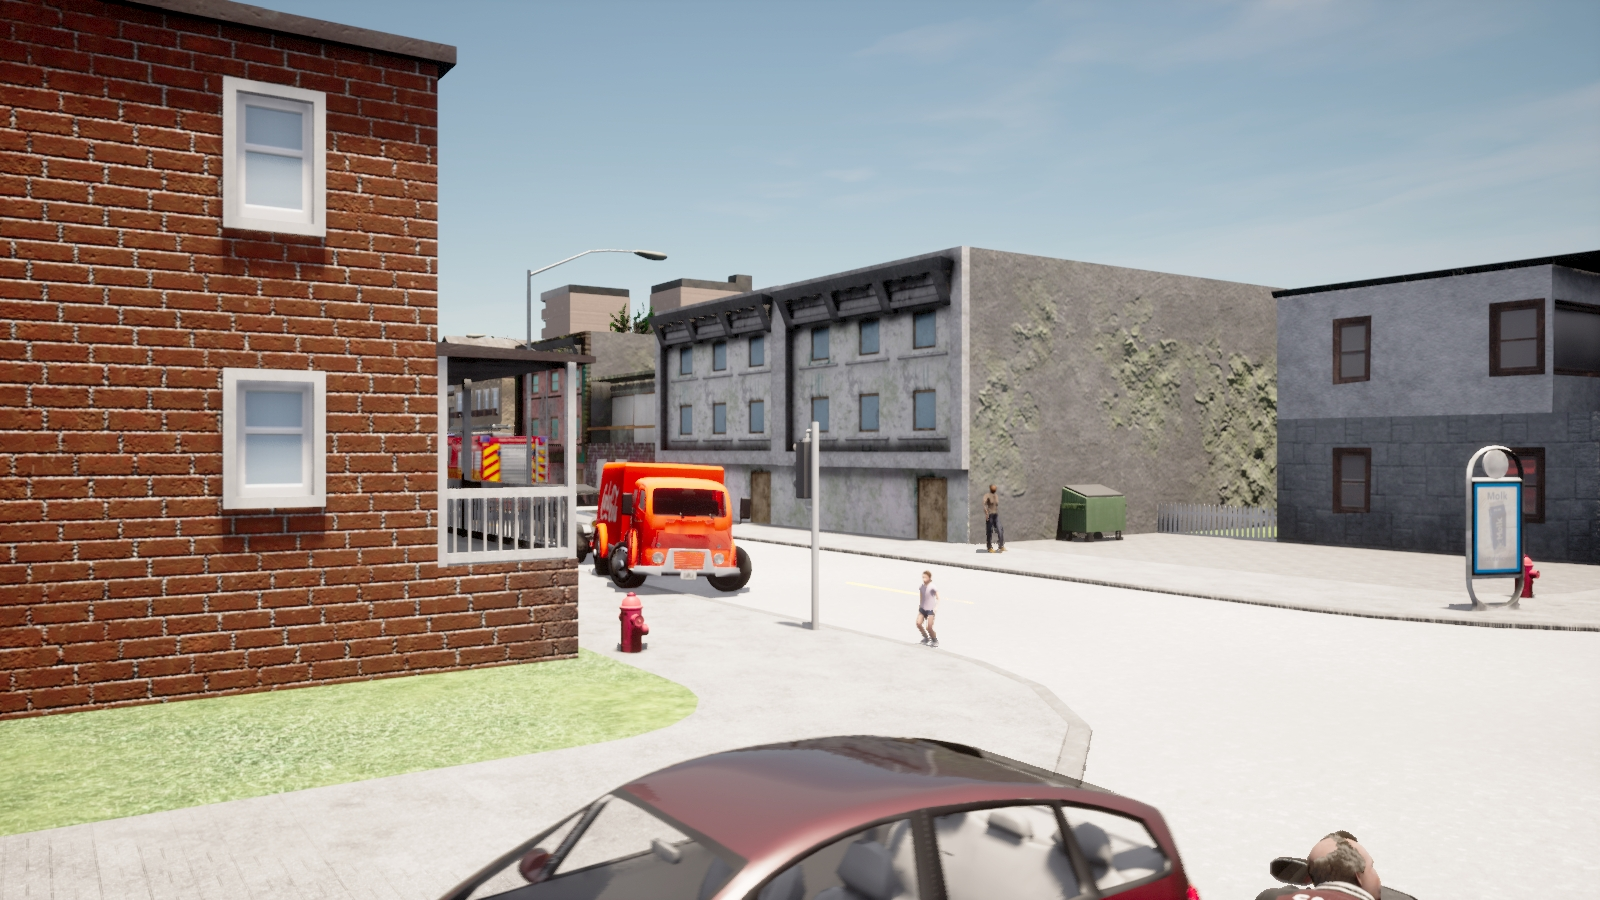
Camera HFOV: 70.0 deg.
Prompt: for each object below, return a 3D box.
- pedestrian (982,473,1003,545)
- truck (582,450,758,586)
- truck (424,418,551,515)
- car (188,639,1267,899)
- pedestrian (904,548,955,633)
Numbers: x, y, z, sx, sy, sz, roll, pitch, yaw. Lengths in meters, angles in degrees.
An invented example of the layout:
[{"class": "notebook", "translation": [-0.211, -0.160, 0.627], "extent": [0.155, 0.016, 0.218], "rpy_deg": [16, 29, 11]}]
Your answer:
[{"class": "pedestrian", "translation": [5.003, 1.524, 29.732], "extent": [0.375, 1.860, 0.375], "rpy_deg": [0, 0, -30]}, {"class": "truck", "translation": [-2.868, 1.294, 23.855], "extent": [2.627, 2.467, 5.204], "rpy_deg": [3, -1, -17]}, {"class": "truck", "translation": [-13.644, 0.670, 49.329], "extent": [2.891, 3.827, 8.468], "rpy_deg": [0, 0, -33]}, {"class": "car", "translation": [-0.137, 1.802, 4.359], "extent": [3.705, 1.549, 1.789], "rpy_deg": [0, 0, -34]}, {"class": "pedestrian", "translation": [1.803, 1.937, 15.889], "extent": [0.500, 1.100, 0.500], "rpy_deg": [0, 0, 41]}]
